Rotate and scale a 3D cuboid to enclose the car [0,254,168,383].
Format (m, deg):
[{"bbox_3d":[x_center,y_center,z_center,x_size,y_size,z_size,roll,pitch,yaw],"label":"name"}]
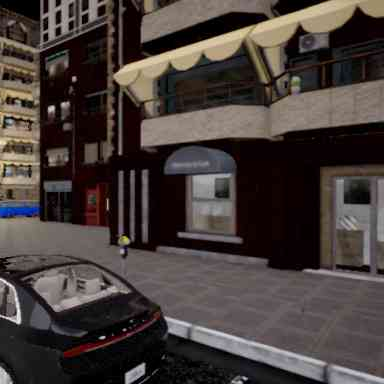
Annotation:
[{"bbox_3d":[-2.334,1.548,4.539,4.403,1.369,2.008,0,0,36],"label":"car"}]

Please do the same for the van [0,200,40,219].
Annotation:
[{"bbox_3d":[-16.592,1.685,32.210,1.690,1.788,3.998,-1,-2,35],"label":"van"}]
